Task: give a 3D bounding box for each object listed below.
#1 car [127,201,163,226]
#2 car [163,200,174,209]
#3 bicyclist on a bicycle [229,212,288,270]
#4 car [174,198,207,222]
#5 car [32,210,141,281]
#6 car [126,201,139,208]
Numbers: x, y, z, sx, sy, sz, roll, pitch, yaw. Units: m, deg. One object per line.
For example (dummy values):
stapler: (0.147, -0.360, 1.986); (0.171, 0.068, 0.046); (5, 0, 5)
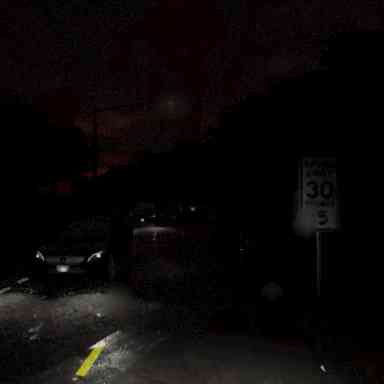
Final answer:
car: (-3.124, 1.414, 22.420); (1.812, 1.442, 4.674); (0, 0, -3)
car: (-3.417, 1.838, 48.765); (1.994, 1.385, 4.181); (0, -2, -12)
bicyclist on a bicycle: (1.863, 1.396, 9.342); (1.656, 1.620, 0.582); (0, 0, 1)
car: (-0.105, 1.253, 25.333); (2.097, 1.767, 4.553); (0, 0, -4)
car: (-2.889, 1.465, 9.843); (1.812, 1.442, 4.674); (0, 0, 1)
car: (-12.535, 2.644, 70.107); (1.994, 1.385, 4.181); (0, -2, -20)
